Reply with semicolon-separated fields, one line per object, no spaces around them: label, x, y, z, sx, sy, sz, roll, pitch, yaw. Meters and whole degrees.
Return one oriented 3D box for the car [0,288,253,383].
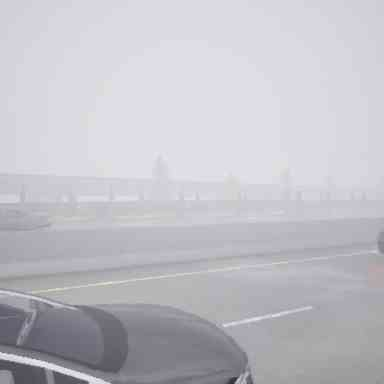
car;-1.777;1.487;2.302;4.902;1.511;2.128;0;0;-28

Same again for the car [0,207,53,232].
car;-10.375;1.540;17.779;5.357;1.411;2.033;0;0;-28

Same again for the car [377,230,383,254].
car;8.660;1.613;11.748;4.892;1.490;1.837;0;0;-28
